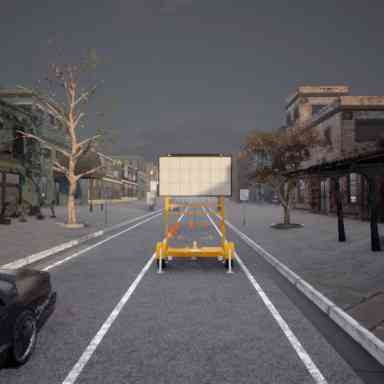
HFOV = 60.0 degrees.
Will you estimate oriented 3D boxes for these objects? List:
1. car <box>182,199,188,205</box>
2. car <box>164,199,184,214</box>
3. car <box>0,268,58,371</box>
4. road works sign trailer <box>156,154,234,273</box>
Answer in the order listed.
[{"bbox_3d":[-2.177,2.459,84.086,2.128,1.511,4.902,0,0,1],"label":"car"},{"bbox_3d":[-2.658,2.095,45.164,2.128,1.511,4.902,0,-1,1],"label":"car"},{"bbox_3d":[-3.073,1.550,3.030,2.033,1.411,5.357,0,0,0],"label":"car"},{"bbox_3d":[0.105,0.552,10.933,2.380,3.560,2.880,0,-1,1],"label":"road works sign trailer"}]
